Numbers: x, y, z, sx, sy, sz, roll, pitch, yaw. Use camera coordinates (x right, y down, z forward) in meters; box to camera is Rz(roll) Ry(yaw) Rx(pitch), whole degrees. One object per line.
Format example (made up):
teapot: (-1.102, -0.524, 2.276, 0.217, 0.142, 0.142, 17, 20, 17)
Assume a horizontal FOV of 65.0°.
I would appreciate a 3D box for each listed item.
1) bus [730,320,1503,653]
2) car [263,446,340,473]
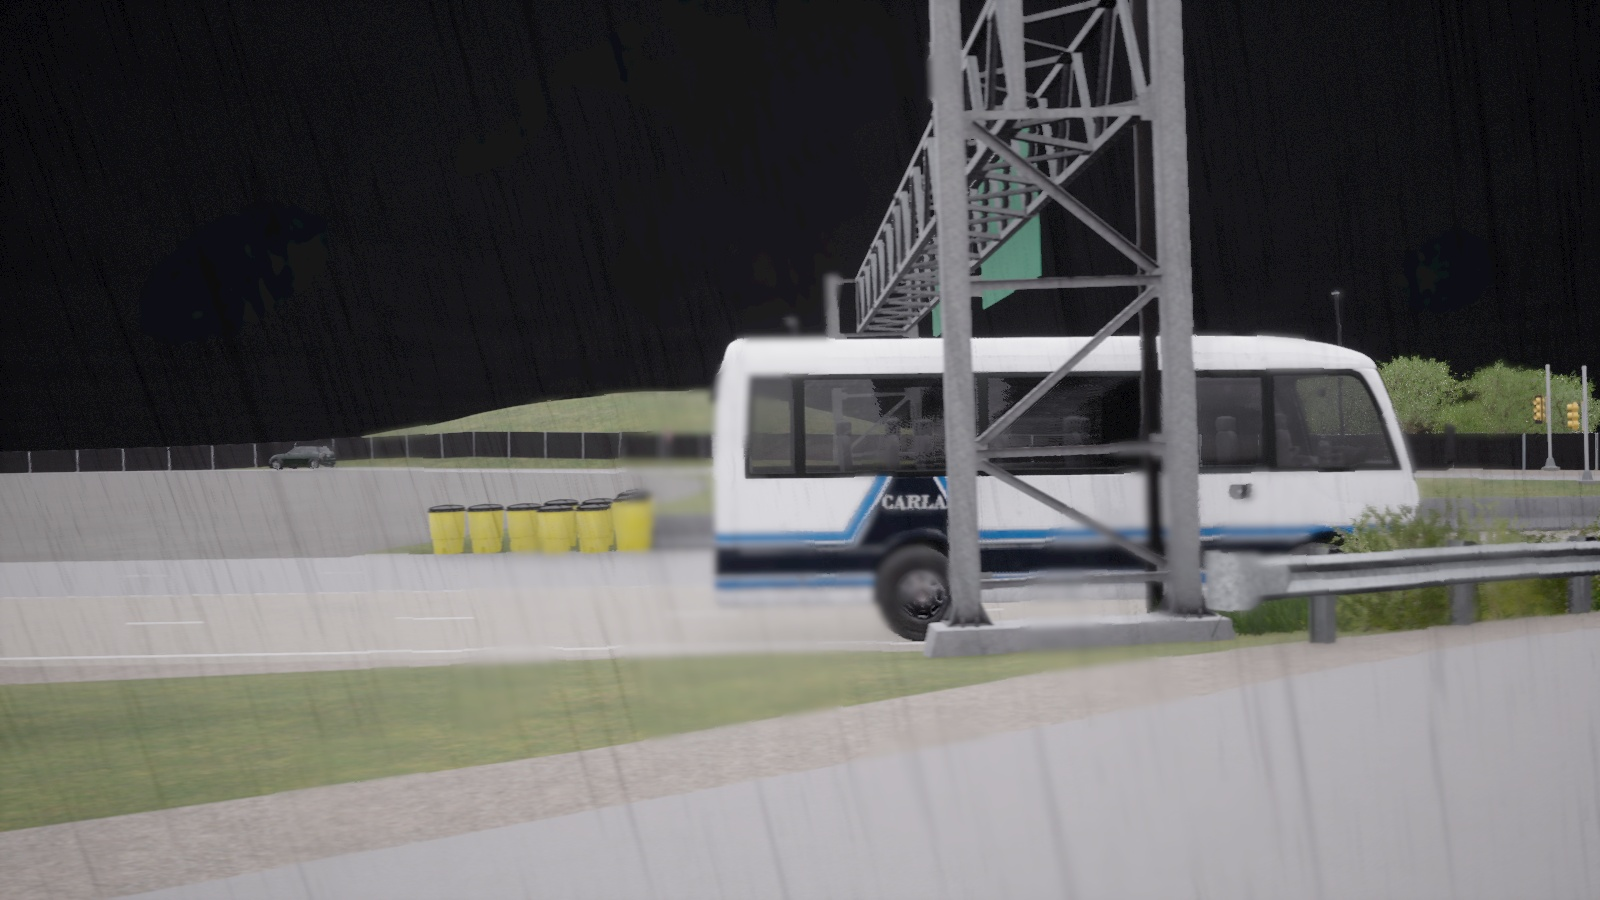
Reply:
bus: (4.197, 0.449, 18.633, 10.273, 4.253, 3.944, -1, 1, -2)
car: (-35.126, 0.660, 88.527, 4.553, 1.767, 2.097, -1, 1, 12)
